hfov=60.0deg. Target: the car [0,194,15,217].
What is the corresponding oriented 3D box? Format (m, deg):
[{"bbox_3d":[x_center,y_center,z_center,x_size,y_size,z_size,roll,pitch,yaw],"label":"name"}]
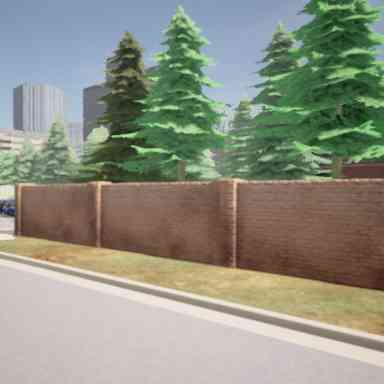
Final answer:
[{"bbox_3d":[-14.187,1.148,30.535,2.150,2.045,5.566,0,0,32],"label":"car"}]
